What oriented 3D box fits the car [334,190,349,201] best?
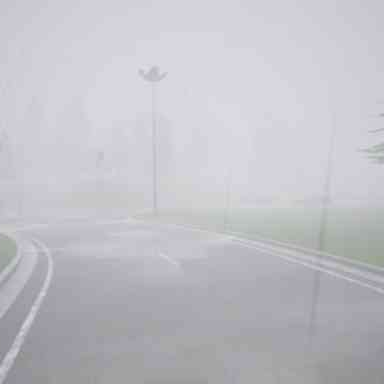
[{"bbox_3d":[23.232,0.500,52.692,4.553,1.767,2.097,-1,1,-18],"label":"car"}]

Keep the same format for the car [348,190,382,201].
[{"bbox_3d":[26.340,0.694,50.025,4.181,1.385,1.994,-1,1,-18],"label":"car"}]

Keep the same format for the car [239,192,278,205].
[{"bbox_3d":[9.185,0.956,44.382,4.674,1.442,1.812,-1,1,-18],"label":"car"}]

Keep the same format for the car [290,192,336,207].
[{"bbox_3d":[13.800,1.023,38.546,4.718,1.301,1.895,-1,1,-18],"label":"car"}]

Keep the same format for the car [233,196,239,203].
[{"bbox_3d":[8.158,0.764,47.722,4.553,1.767,2.097,-1,1,-18],"label":"car"}]
